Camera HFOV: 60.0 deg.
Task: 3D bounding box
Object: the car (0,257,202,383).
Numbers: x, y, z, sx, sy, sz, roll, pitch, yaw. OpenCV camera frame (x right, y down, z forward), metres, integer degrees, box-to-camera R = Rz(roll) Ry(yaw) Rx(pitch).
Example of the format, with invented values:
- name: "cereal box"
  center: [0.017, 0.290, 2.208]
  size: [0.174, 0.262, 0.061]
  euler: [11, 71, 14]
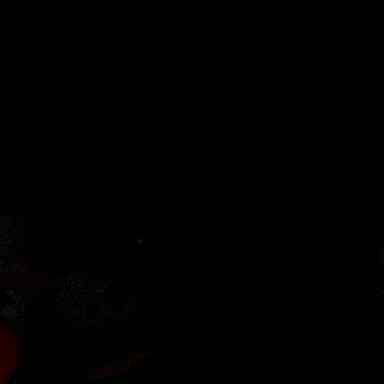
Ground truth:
- name: "car"
  center: [-1.996, 1.528, 4.270]
  size: [4.507, 1.381, 1.887]
  euler: [0, 0, 36]
